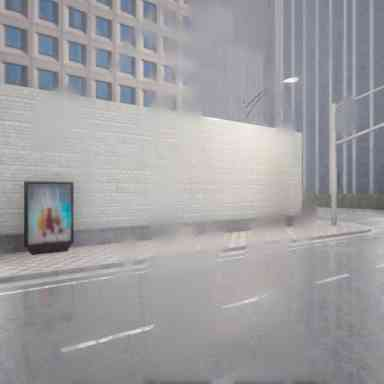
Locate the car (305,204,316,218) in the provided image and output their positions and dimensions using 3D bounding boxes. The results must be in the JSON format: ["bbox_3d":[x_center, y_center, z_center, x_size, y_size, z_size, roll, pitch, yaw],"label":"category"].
[{"bbox_3d":[9.021,1.533,30.740,1.882,1.535,5.008,0,0,-36],"label":"car"}]

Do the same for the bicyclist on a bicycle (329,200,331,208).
[{"bbox_3d":[18.624,1.356,43.921,1.656,1.620,0.582,0,0,-36],"label":"bicyclist on a bicycle"}]

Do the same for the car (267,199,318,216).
[{"bbox_3d":[10.401,1.547,34.826,2.128,1.511,4.902,0,0,-36],"label":"car"}]
